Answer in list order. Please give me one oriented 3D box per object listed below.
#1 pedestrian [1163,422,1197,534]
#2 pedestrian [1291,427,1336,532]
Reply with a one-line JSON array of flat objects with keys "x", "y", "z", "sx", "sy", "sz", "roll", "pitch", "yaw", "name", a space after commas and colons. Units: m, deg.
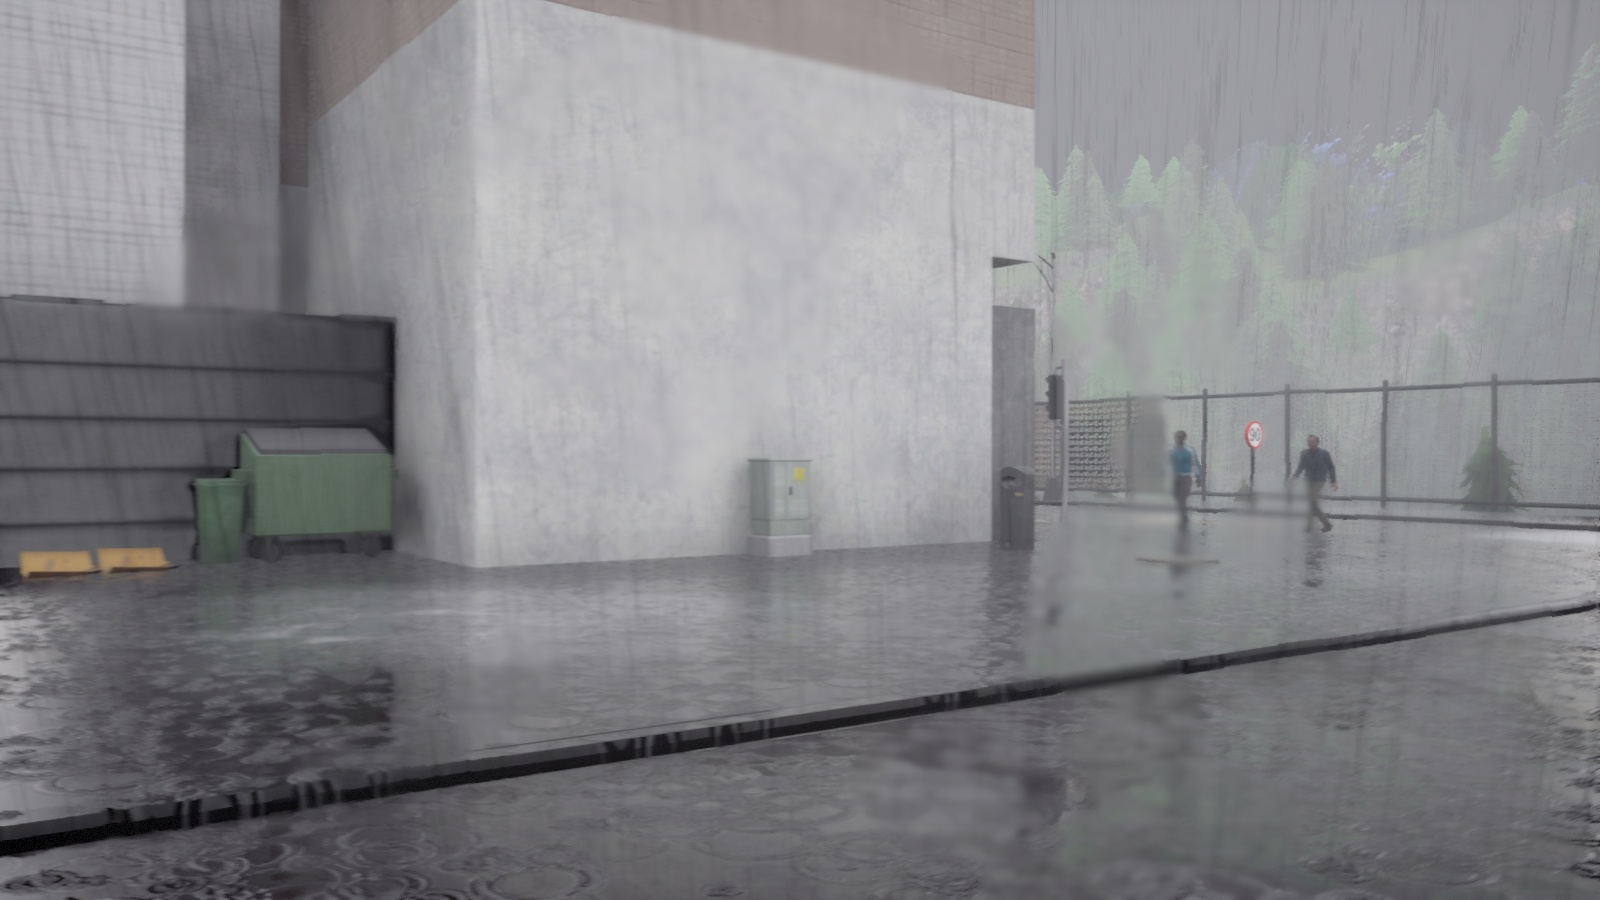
[{"x": 6.697, "y": 0.489, "z": 22.096, "sx": 0.396, "sy": 1.930, "sz": 0.692, "roll": 0, "pitch": 0, "yaw": 33, "name": "pedestrian"}, {"x": 9.147, "y": 0.512, "z": 22.365, "sx": 0.726, "sy": 1.842, "sz": 0.402, "roll": 0, "pitch": 0, "yaw": -35, "name": "pedestrian"}]
